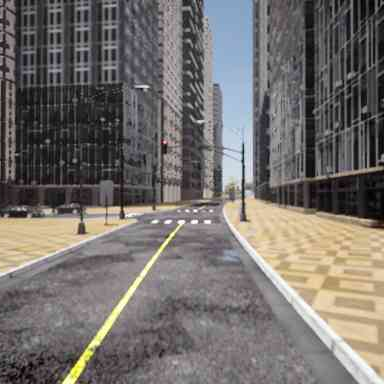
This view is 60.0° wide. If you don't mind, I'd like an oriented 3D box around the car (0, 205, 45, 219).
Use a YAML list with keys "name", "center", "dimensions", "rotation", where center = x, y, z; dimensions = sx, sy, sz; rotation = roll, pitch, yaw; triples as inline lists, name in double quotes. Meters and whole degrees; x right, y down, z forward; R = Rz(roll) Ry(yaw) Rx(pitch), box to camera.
- name: "car"
  center: [-17.122, 2.034, 33.708]
  dimensions: [4.403, 1.369, 2.008]
  rotation: [-1, 0, 11]

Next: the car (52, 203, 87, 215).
- name: "car"
  center: [-15.477, 2.128, 41.925]
  dimensions: [4.403, 1.369, 2.008]
  rotation: [-1, 0, 11]
